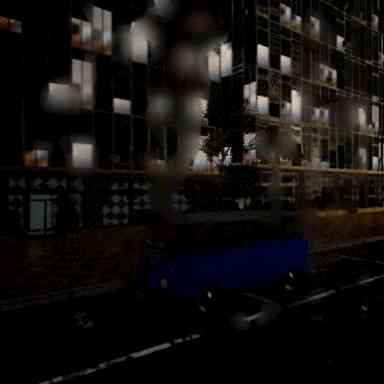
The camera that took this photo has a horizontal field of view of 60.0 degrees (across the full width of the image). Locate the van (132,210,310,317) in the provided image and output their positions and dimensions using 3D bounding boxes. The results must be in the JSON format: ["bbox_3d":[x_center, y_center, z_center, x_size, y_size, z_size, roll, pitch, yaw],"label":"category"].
[{"bbox_3d":[0.776,1.309,7.125,3.998,1.788,1.690,-1,0,-36],"label":"van"}]
